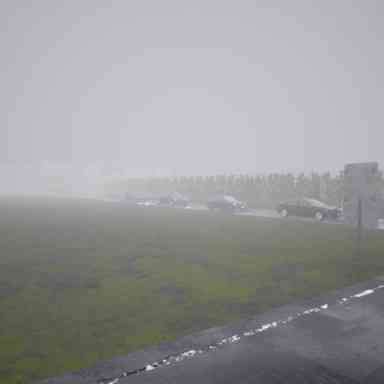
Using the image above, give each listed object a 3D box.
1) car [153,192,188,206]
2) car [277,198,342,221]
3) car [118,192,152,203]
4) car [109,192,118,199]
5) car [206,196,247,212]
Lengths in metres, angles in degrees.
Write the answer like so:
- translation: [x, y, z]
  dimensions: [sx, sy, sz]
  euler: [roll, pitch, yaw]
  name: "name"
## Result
- translation: [-2.403, 0.756, 40.296]
  dimensions: [2.097, 1.767, 4.553]
  euler: [1, 1, -36]
  name: "car"
- translation: [8.655, 1.217, 24.862]
  dimensions: [1.882, 1.535, 5.008]
  euler: [1, 1, -34]
  name: "car"
- translation: [-8.384, 0.773, 48.648]
  dimensions: [2.033, 1.411, 5.357]
  euler: [1, 1, -35]
  name: "car"
- translation: [-13.635, 0.593, 60.749]
  dimensions: [1.994, 1.385, 4.181]
  euler: [1, 1, -36]
  name: "car"
- translation: [3.288, 1.101, 32.390]
  dimensions: [1.812, 1.442, 4.674]
  euler: [1, 1, -36]
  name: "car"
